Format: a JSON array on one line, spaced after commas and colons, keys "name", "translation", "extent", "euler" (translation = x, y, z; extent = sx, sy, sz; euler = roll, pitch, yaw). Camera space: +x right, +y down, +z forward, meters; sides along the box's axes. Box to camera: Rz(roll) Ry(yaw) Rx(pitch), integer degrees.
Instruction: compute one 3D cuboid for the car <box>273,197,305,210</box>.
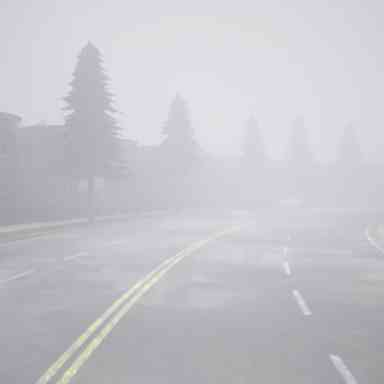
[{"name": "car", "translation": [11.592, 1.387, 39.587], "extent": [4.674, 1.442, 1.812], "euler": [0, 0, -39]}]
